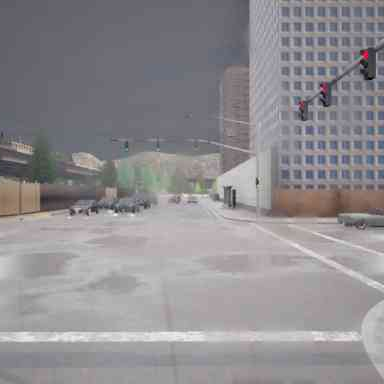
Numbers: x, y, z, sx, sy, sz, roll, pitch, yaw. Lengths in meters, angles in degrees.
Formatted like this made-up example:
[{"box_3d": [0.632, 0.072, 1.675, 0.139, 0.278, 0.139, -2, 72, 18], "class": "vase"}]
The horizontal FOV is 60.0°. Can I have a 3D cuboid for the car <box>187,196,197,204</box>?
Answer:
[{"box_3d": [0.086, 1.608, 64.562, 1.895, 1.301, 4.718, 0, 0, 0], "class": "car"}]

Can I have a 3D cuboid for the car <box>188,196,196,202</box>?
[{"box_3d": [-0.010, 1.603, 74.803, 1.895, 1.301, 4.718, 0, 0, 0], "class": "car"}]

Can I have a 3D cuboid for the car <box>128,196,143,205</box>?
[{"box_3d": [-10.568, 1.484, 62.099, 1.882, 1.535, 5.008, 0, 0, 0], "class": "car"}]

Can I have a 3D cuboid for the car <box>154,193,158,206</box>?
[{"box_3d": [-7.073, 1.227, 56.903, 2.150, 2.045, 5.566, 0, 0, 0], "class": "car"}]

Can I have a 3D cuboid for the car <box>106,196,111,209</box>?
[{"box_3d": [-10.598, 1.356, 42.086, 2.097, 1.767, 4.553, 0, 0, 0], "class": "car"}]

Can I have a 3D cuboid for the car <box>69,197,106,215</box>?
[{"box_3d": [-10.608, 1.495, 33.189, 2.128, 1.511, 4.902, 0, 0, 1], "class": "car"}]

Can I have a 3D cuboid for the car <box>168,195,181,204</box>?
[{"box_3d": [-3.510, 1.608, 64.231, 1.895, 1.301, 4.718, 0, 0, 0], "class": "car"}]

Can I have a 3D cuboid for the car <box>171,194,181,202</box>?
[{"box_3d": [-3.511, 1.313, 74.424, 1.882, 1.535, 5.008, 0, 0, 0], "class": "car"}]

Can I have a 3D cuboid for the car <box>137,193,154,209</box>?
[{"box_3d": [-7.090, 1.226, 46.174, 2.150, 2.045, 5.566, 0, 0, 0], "class": "car"}]

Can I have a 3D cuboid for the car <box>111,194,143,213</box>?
[{"box_3d": [-7.093, 1.356, 36.738, 2.097, 1.767, 4.553, 0, 0, 0], "class": "car"}]

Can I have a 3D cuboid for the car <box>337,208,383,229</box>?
[{"box_3d": [11.850, 1.659, 21.140, 4.718, 1.301, 1.895, 0, 0, 0], "class": "car"}]

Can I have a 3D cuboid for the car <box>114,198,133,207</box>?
[{"box_3d": [-10.595, 1.606, 51.880, 1.895, 1.301, 4.718, 0, 0, 0], "class": "car"}]
